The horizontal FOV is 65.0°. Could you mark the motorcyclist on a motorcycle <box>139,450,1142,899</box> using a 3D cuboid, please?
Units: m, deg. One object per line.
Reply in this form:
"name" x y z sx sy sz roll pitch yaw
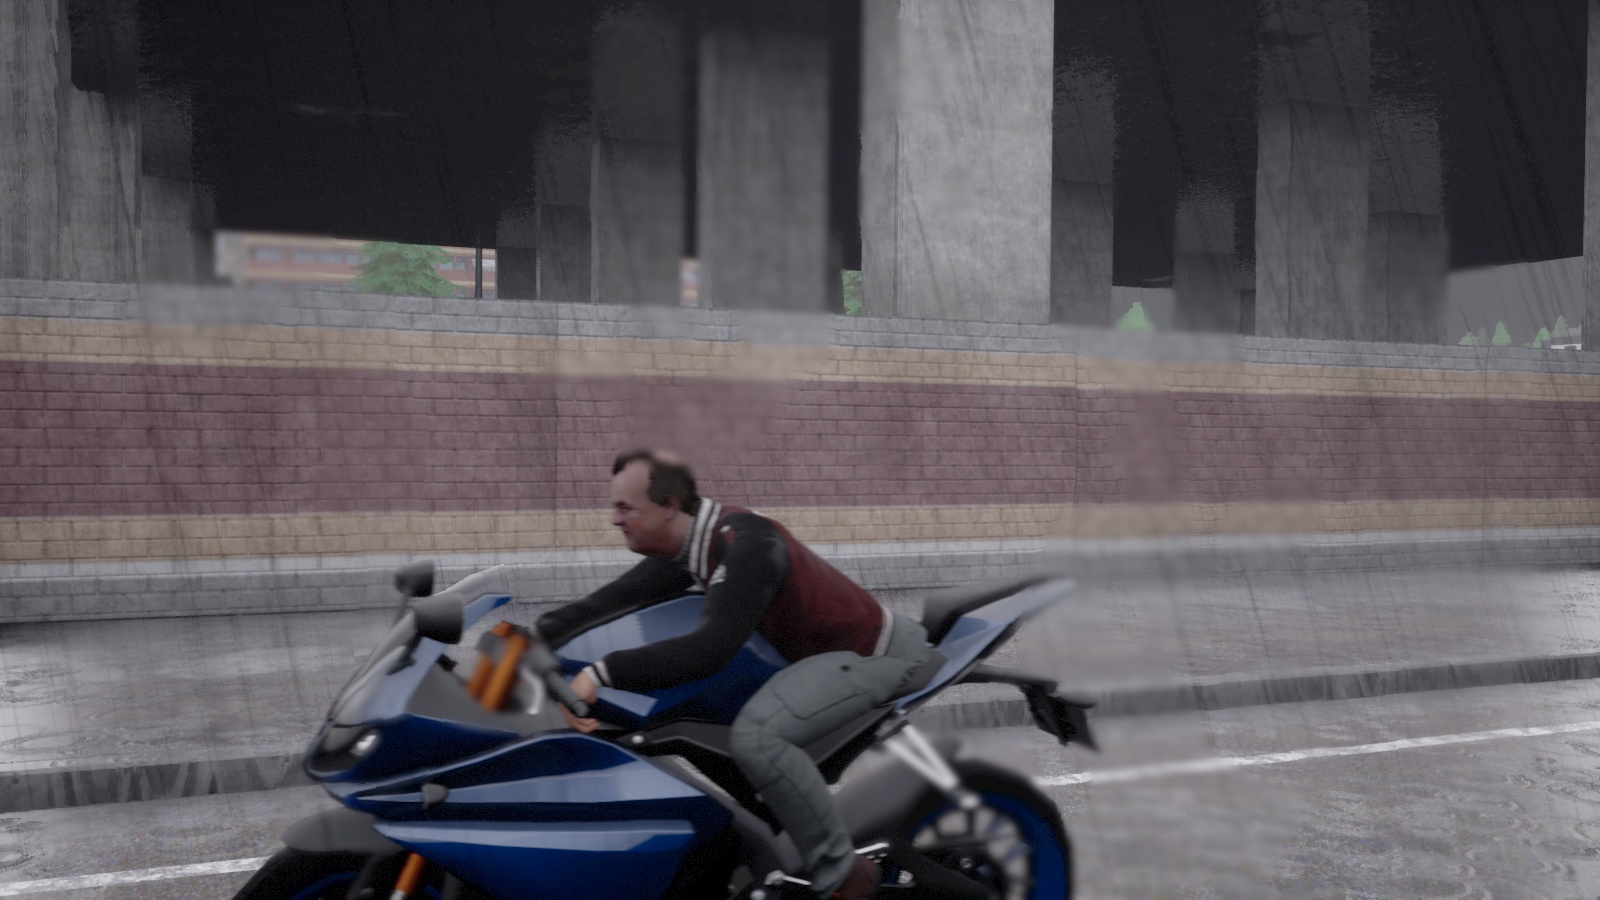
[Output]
"motorcyclist on a motorcycle" -0.336 0.786 3.112 2.191 1.530 0.866 -1 1 -21
